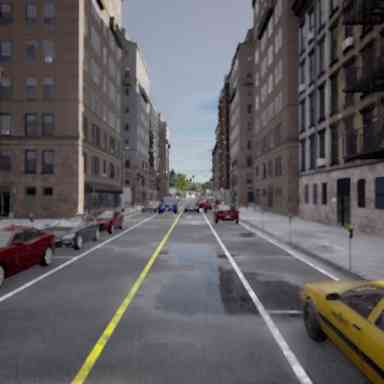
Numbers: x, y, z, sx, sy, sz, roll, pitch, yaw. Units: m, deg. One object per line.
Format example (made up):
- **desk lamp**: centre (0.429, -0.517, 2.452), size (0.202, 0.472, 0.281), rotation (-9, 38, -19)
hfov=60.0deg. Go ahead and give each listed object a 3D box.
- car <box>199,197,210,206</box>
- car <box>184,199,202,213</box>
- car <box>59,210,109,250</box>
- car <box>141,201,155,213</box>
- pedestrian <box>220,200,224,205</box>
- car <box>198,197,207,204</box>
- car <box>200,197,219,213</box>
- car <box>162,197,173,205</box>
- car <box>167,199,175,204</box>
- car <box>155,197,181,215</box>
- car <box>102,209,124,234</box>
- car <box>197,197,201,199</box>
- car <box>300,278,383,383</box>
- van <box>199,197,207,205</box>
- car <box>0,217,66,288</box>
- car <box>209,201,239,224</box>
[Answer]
- **car**: centre (2.651, 2.020, 70.453), size (2.192, 1.841, 5.009), rotation (0, -1, 0)
- **car**: centre (-0.007, 2.000, 43.421), size (1.994, 1.385, 4.181), rotation (0, -1, 1)
- **car**: centre (-5.398, 1.703, 14.980), size (2.008, 1.369, 4.403), rotation (0, -1, 0)
- **car**: centre (-5.418, 1.876, 43.391), size (1.967, 1.590, 4.097), rotation (0, -1, 0)
- **pedestrian**: centre (2.728, 1.604, 30.714), size (0.375, 1.860, 0.375), rotation (0, -1, 0)
- **car**: centre (2.626, 2.183, 86.964), size (2.192, 1.841, 5.009), rotation (0, -1, 0)
- **car**: centre (2.607, 1.751, 43.398), size (2.192, 1.841, 5.009), rotation (0, -1, 0)
- **car**: centre (-5.472, 2.074, 75.950), size (2.192, 1.841, 5.009), rotation (0, -1, 0)
- **car**: centre (-5.476, 2.418, 86.955), size (2.008, 1.369, 4.403), rotation (0, -1, 0)
- **car**: centre (-2.841, 1.632, 40.641), size (2.150, 2.045, 5.566), rotation (0, -1, 0)
- **car**: centre (-5.402, 1.754, 20.662), size (1.887, 1.381, 4.507), rotation (0, -1, 0)
- **car**: centre (2.885, 2.012, 54.176), size (5.008, 1.535, 1.882), rotation (0, -1, -29)
- **car**: centre (2.635, 1.565, 3.792), size (1.752, 1.417, 4.829), rotation (0, -1, 0)
- **van**: centre (2.634, 2.154, 81.460), size (1.690, 1.788, 3.998), rotation (0, -1, 0)
- **car**: centre (-5.394, 1.640, 9.298), size (1.887, 1.381, 4.507), rotation (0, -1, 0)
- **car**: centre (2.731, 1.758, 27.709), size (1.882, 1.535, 5.008), rotation (0, -1, 0)
